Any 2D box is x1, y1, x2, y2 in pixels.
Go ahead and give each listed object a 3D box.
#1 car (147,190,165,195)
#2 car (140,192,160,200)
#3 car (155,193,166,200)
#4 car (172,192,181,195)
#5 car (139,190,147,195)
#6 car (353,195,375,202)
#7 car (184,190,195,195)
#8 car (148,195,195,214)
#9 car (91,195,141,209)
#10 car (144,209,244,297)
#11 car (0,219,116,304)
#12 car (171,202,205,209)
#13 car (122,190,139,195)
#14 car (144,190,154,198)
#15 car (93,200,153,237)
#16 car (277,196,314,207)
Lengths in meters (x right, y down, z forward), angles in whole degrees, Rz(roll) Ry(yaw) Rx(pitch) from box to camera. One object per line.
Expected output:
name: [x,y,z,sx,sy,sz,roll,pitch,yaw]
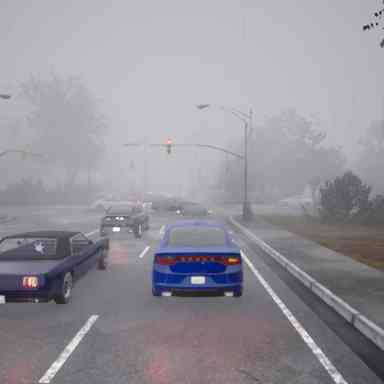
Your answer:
car: [-6.976,0.956,64.295,1.882,1.535,5.008,0,1,0]
car: [-7.016,1.127,55.487,1.994,1.385,4.181,0,1,0]
car: [-6.997,0.957,74.320,1.895,1.301,4.718,0,1,-1]
car: [-3.652,0.818,80.477,2.033,1.411,5.357,0,1,-3]
car: [-10.474,0.709,63.460,2.150,2.045,5.566,0,1,0]
car: [22.471,1.175,43.309,4.892,1.490,1.837,0,1,-3]
car: [-0.354,0.419,85.440,2.150,2.045,5.566,0,1,-4]
car: [-1.401,1.266,31.274,4.902,1.511,2.128,0,1,-3]
car: [-7.976,1.273,34.421,4.674,1.442,1.812,0,1,-3]
car: [0.113,1.446,8.567,1.882,1.535,5.008,0,0,0]
car: [-3.388,1.573,8.020,1.895,1.301,4.718,0,0,0]
car: [0.123,1.459,17.549,1.994,1.385,4.181,0,0,0]
car: [-10.545,0.930,53.876,2.097,1.767,4.553,0,0,1]
car: [-10.806,0.445,84.255,2.150,2.045,5.566,0,1,-3]
car: [-3.376,1.402,17.272,1.837,1.490,4.892,0,0,0]
car: [13.283,1.200,42.801,4.674,1.442,1.812,0,1,-3]
